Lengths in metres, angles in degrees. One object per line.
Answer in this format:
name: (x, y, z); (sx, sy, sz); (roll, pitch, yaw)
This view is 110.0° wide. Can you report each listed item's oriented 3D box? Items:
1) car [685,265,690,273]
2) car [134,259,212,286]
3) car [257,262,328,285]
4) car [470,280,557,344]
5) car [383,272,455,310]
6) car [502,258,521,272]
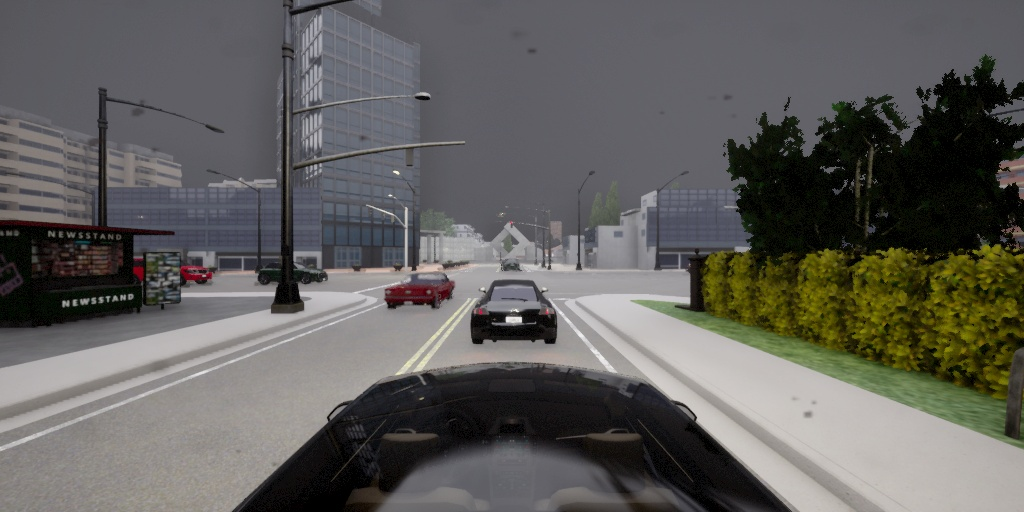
car: (21.199, 1.177, 38.330); (5.008, 1.535, 1.882); (0, 0, -1)
car: (-26.012, 1.190, 27.051); (5.566, 2.045, 2.150); (-1, 0, -1)
car: (-16.495, 1.210, 27.168); (4.553, 1.767, 2.097); (-1, 0, -1)
car: (0.045, 1.314, 9.583); (1.994, 1.385, 4.181); (0, 0, 0)
car: (-3.631, 1.349, 14.803); (1.895, 1.301, 4.718); (0, 0, 1)
car: (-0.146, 1.101, 46.787); (2.097, 1.767, 4.553); (0, 0, -6)
